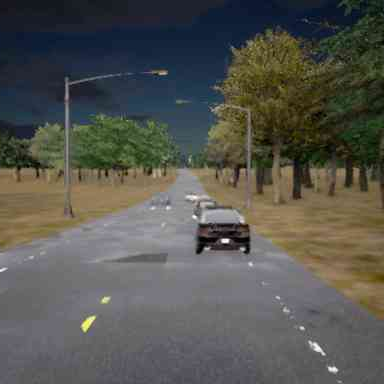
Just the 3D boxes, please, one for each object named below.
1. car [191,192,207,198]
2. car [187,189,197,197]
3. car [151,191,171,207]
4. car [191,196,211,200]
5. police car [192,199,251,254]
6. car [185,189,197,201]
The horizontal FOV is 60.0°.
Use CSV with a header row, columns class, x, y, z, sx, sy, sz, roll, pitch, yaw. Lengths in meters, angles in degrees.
class,x,y,z,sx,sy,sz,roll,pitch,yaw
car,1.045,1.051,29.141,1.801,1.575,5.366,0,1,0
car,-0.012,0.120,63.638,1.895,1.301,4.718,0,3,0
car,-3.585,0.731,39.303,2.097,1.767,4.553,0,1,0
car,1.046,1.240,22.955,1.812,1.442,4.674,0,1,0
police car,1.048,1.296,13.065,1.930,1.638,5.238,0,1,0
car,0.002,0.691,49.340,1.895,1.301,4.718,0,2,0
